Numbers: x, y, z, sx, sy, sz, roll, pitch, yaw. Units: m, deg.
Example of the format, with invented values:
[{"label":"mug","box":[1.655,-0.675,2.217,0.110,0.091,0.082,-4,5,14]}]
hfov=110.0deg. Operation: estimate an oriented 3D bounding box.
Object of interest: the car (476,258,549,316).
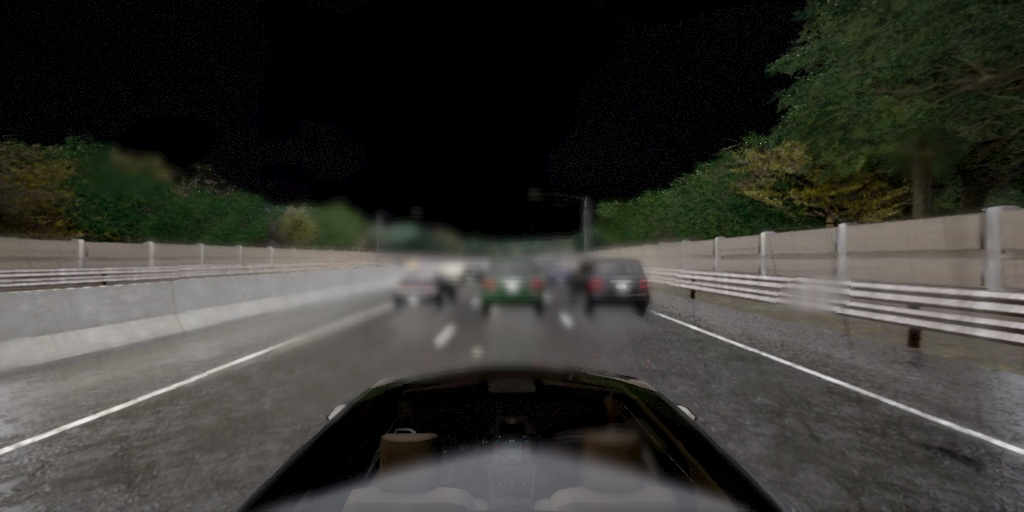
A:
[{"label":"car","box":[0.064,1.087,14.078,2.150,2.045,5.566,0,0,1]}]

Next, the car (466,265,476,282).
[{"label":"car","box":[-3.158,1.521,29.959,1.837,1.490,4.892,0,0,2]}]

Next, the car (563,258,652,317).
[{"label":"car","box":[3.563,1.088,14.005,2.150,2.045,5.566,0,0,1]}]

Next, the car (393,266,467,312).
[{"label":"car","box":[-3.414,1.362,15.026,2.128,1.511,4.902,0,0,1]}]

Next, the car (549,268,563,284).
[{"label":"car","box":[3.829,1.616,29.530,1.895,1.301,4.718,0,-1,2]}]
